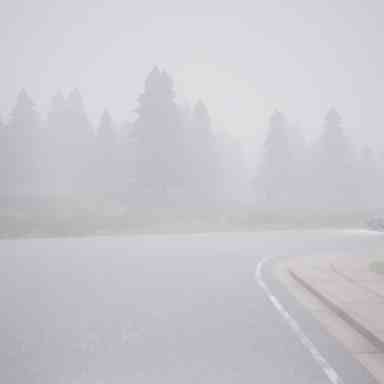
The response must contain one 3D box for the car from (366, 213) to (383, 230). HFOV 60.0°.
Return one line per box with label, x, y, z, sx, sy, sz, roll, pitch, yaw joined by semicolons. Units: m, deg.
car;13.836;1.878;22.156;4.181;1.385;1.994;0;-1;-16
